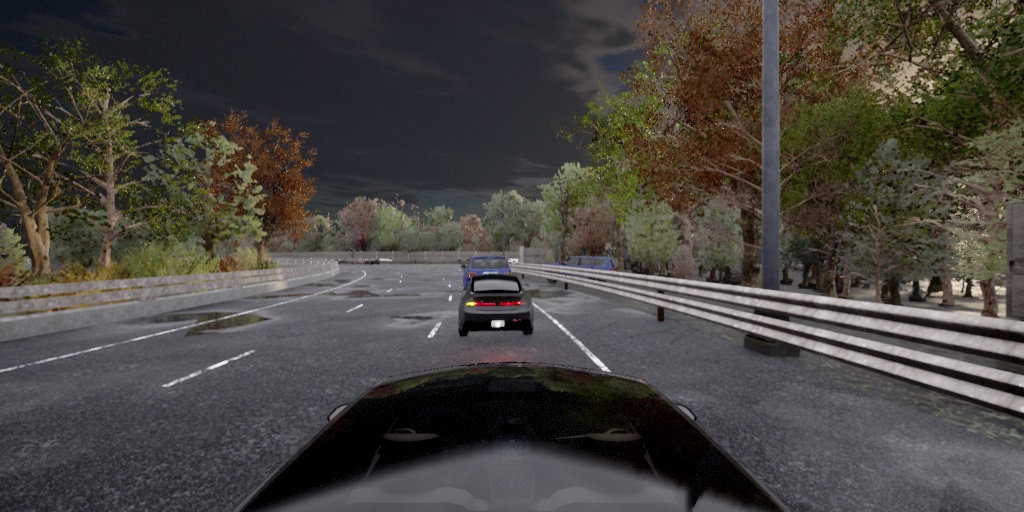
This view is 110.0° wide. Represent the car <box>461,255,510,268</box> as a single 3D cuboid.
[{"bbox_3d":[-1.311,0.981,17.849,2.150,2.045,5.566,0,0,-9],"label":"car"}]

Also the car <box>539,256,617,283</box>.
[{"bbox_3d":[4.829,1.006,26.182,5.566,2.045,2.150,3,1,13],"label":"car"}]

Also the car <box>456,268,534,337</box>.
[{"bbox_3d":[-0.536,1.260,10.384,1.837,1.490,4.892,0,0,-5],"label":"car"}]
